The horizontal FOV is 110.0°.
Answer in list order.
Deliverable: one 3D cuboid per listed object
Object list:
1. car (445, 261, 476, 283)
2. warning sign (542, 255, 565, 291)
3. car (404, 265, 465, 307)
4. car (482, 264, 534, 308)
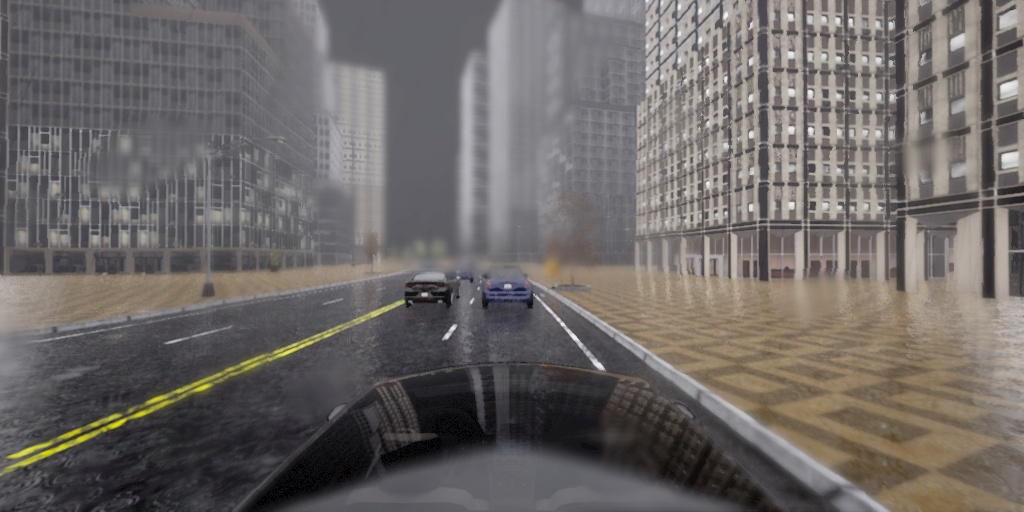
[{"bbox_3d":[-4.332,1.372,31.115,2.097,1.767,4.553,0,-1,-4],"label":"car"},{"bbox_3d":[2.418,1.042,20.919,1.300,1.860,1.060,0,0,-3],"label":"warning sign"},{"bbox_3d":[-3.492,1.366,16.464,1.882,1.535,5.008,0,0,-2],"label":"car"},{"bbox_3d":[-0.233,1.234,16.175,2.097,1.767,4.553,0,-1,-2],"label":"car"}]
